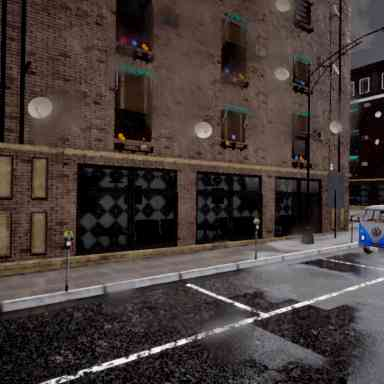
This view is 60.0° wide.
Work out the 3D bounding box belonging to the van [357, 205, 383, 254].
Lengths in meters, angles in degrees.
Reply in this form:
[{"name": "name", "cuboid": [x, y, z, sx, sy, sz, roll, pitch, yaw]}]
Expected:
[{"name": "van", "cuboid": [7.671, 1.345, 12.104, 3.998, 1.788, 1.690, 0, 1, -35]}]
